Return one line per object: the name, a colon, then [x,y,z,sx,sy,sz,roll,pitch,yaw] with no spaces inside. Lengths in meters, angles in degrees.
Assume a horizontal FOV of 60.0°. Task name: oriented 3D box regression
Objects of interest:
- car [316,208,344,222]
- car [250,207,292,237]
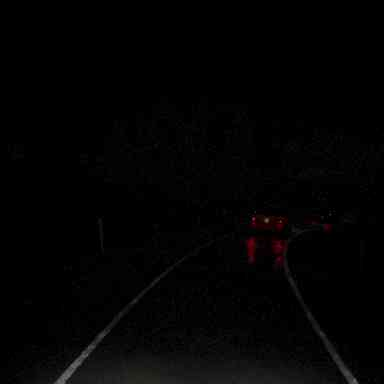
car: [15.293,2.478,36.797,1.812,1.442,4.674,4,1,42]
car: [5.253,1.780,21.679,2.097,1.767,4.553,2,0,23]
